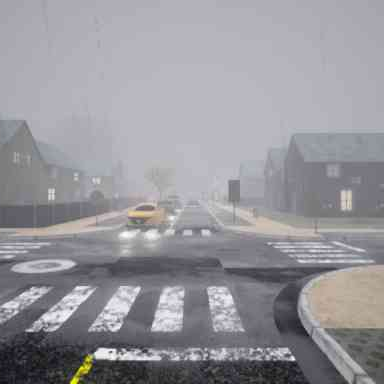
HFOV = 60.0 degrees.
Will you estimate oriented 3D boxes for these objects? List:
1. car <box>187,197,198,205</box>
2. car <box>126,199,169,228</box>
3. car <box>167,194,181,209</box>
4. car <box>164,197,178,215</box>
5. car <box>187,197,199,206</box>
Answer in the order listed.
[{"bbox_3d":[0.152,1.786,66.663,2.033,1.411,5.357,0,0,0],"label":"car"},{"bbox_3d":[-3.025,1.508,22.543,1.882,1.535,5.008,0,0,4],"label":"car"},{"bbox_3d":[-2.730,1.340,47.828,2.150,2.045,5.566,0,0,0],"label":"car"},{"bbox_3d":[-2.768,1.541,34.739,1.882,1.535,5.008,0,0,0],"label":"car"},{"bbox_3d":[0.185,1.735,56.685,1.994,1.385,4.181,0,0,1],"label":"car"}]
